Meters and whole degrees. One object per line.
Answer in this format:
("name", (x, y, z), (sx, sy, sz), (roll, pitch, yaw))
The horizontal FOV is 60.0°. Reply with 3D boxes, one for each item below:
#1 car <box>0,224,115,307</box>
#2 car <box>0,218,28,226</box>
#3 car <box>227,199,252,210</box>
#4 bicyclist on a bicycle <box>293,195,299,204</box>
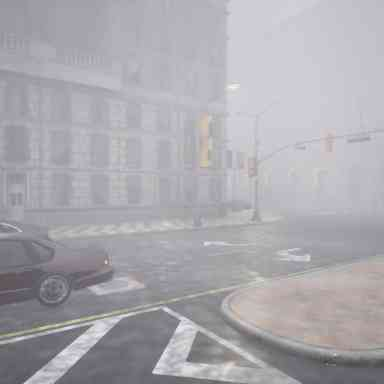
("car", (-4.286, 1.547, 6.480), (5.357, 1.411, 2.033), (0, 0, -34))
("car", (-6.476, 1.492, 9.263), (4.902, 1.511, 2.128), (0, 0, -37))
("car", (5.737, 1.564, 43.157), (1.994, 1.385, 4.181), (0, 0, -35))
("bicyclist on a bicycle", (17.913, 1.300, 57.126), (1.656, 1.620, 0.582), (0, 0, -35))
